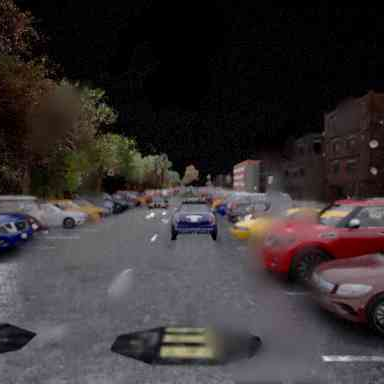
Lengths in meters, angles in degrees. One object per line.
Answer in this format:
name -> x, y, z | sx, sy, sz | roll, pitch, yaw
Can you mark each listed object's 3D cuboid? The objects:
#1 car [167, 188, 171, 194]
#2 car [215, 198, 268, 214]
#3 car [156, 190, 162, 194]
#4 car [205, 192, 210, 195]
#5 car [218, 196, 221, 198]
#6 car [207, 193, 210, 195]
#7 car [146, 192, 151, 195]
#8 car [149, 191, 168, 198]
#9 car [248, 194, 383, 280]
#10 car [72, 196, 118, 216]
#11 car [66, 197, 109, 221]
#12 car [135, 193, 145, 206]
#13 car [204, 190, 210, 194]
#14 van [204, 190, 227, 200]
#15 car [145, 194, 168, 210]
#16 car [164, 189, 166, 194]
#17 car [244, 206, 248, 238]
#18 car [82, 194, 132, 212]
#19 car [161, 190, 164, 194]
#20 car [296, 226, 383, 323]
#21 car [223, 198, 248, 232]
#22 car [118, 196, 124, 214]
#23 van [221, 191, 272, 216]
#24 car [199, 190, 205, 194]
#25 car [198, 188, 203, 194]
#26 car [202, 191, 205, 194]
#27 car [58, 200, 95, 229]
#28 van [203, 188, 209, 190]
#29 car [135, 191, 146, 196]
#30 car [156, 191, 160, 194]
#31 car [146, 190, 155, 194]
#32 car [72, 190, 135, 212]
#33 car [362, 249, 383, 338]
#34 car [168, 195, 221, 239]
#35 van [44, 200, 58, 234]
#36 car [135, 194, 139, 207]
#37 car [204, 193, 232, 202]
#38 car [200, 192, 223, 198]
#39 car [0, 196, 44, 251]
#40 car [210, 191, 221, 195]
car -> -8.586, 0.440, 81.028 | 5.566, 2.045, 2.435 | 0, 1, 0
car -> 4.530, 1.266, 30.935 | 4.674, 1.452, 2.002 | 0, 1, 0
car -> -8.559, 0.909, 61.538 | 5.008, 1.535, 2.097 | 0, 1, 0
car -> 4.527, 1.100, 47.634 | 4.674, 1.452, 2.002 | 0, 1, 0
car -> 4.529, 1.277, 25.368 | 5.008, 1.535, 2.097 | 0, 1, 0
car -> 4.560, 1.147, 42.068 | 4.792, 1.488, 2.163 | 0, 1, 0
car -> -8.555, 1.088, 44.828 | 5.008, 1.535, 2.097 | 0, 1, 0
car -> -8.527, 0.534, 83.815 | 4.553, 1.767, 2.185 | 0, 1, 0
car -> 4.509, 1.173, 8.666 | 5.566, 2.045, 2.435 | 0, 0, 0
car -> -8.552, 1.277, 25.335 | 4.892, 1.521, 2.231 | 0, 1, 0
car -> -8.550, 1.302, 22.550 | 5.008, 1.535, 2.097 | 0, 1, 0
car -> -8.543, 1.144, 39.259 | 5.008, 1.535, 2.097 | 0, 1, 0
car -> 4.560, 0.905, 50.415 | 4.553, 1.767, 2.185 | 0, 1, 0
van -> 4.642, 0.623, 66.989 | 4.442, 1.987, 1.878 | 0, 1, 0
car -> -3.602, 1.256, 36.482 | 1.994, 1.385, 4.181 | 0, 1, 0
car -> -8.583, 0.597, 66.980 | 5.566, 2.045, 2.435 | 0, 1, 0
car -> 4.543, 1.399, 11.451 | 5.008, 1.535, 2.097 | 0, 0, 0
car -> -8.516, 1.073, 33.688 | 4.553, 1.767, 2.185 | 0, 1, 0
car -> -8.740, 0.876, 64.198 | 5.366, 1.575, 1.946 | 0, 1, 0
car -> 4.541, 1.488, 5.886 | 4.674, 1.452, 2.002 | 0, 0, 0
car -> 4.529, 1.328, 19.801 | 4.892, 1.521, 2.231 | 0, 1, 0
car -> -8.575, 1.281, 28.118 | 4.792, 1.488, 2.163 | 0, 1, 0
van -> 4.418, 1.076, 22.582 | 4.442, 1.987, 1.878 | 0, 1, 0
car -> 4.342, 0.967, 55.983 | 5.366, 1.575, 1.946 | 0, 1, 0
car -> 4.554, 0.627, 64.330 | 5.566, 2.045, 2.435 | 0, 1, 0
car -> 4.522, 1.002, 53.201 | 4.892, 1.521, 2.231 | 0, 1, 0
car -> -8.547, 1.367, 19.765 | 4.674, 1.452, 2.002 | 0, 0, 0
van -> 4.643, 0.684, 61.547 | 4.442, 1.987, 1.878 | 0, 1, 0
car -> -8.517, 0.991, 42.042 | 4.553, 1.767, 2.185 | 0, 1, 0
car -> -8.523, 0.969, 58.752 | 4.792, 1.488, 2.163 | 0, 1, 0
car -> -8.523, 0.808, 47.612 | 5.566, 2.045, 2.435 | 0, 1, 0
car -> -8.519, 0.974, 30.903 | 5.566, 2.045, 2.435 | 0, 1, 0
car -> 4.568, 1.497, 3.100 | 4.792, 1.488, 2.163 | 0, 0, 0
car -> 0.095, 1.225, 16.781 | 2.097, 1.767, 4.553 | 0, 1, 0
van -> -8.427, 1.149, 14.194 | 4.442, 1.987, 1.878 | 0, 0, 0
car -> -8.551, 1.212, 36.475 | 4.674, 1.452, 2.002 | 0, 1, 0
car -> 4.533, 0.941, 58.766 | 4.892, 1.521, 2.231 | 0, 1, 0
car -> 4.708, 0.689, 81.031 | 5.366, 1.575, 1.946 | 0, 1, 0
car -> -8.514, 1.148, 11.408 | 5.566, 2.045, 2.435 | 0, 0, 0
car -> 4.563, 1.046, 36.499 | 4.553, 1.767, 2.185 | 0, 1, 0
